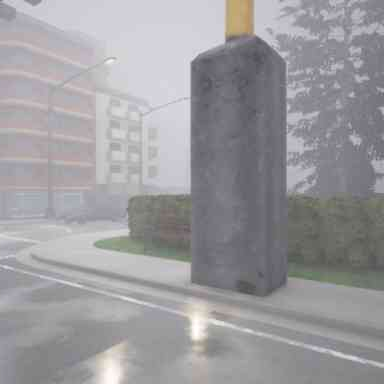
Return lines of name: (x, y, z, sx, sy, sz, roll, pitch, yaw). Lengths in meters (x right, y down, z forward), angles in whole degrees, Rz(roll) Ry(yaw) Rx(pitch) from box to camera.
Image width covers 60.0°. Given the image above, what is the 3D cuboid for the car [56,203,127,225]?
car: (-7.359, 1.575, 24.963, 2.033, 1.411, 5.357, 0, 0, 36)
